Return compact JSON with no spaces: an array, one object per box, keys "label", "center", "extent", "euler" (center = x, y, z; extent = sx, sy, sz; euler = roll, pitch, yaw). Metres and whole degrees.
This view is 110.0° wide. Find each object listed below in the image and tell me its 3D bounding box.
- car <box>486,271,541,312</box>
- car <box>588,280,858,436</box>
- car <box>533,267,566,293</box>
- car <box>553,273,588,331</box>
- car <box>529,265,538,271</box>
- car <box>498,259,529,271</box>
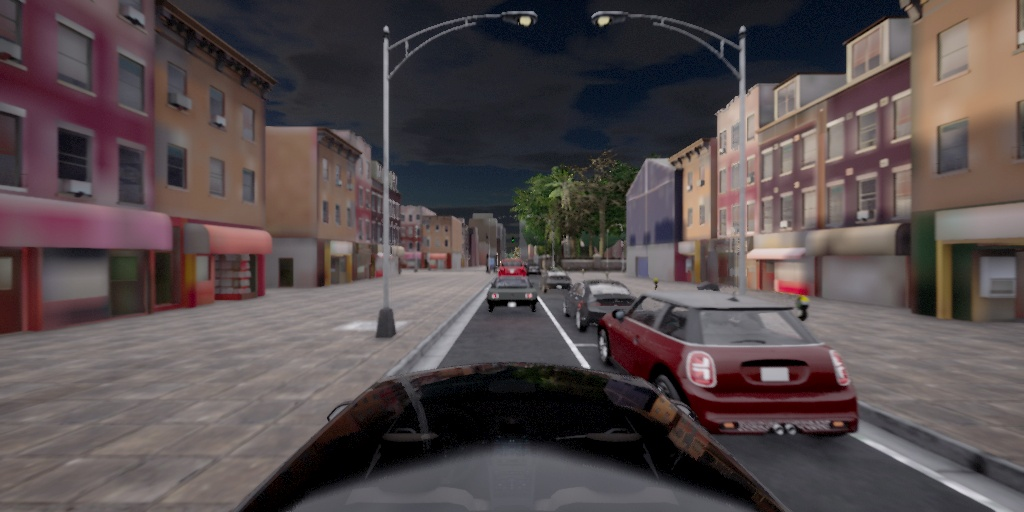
[{"label":"car","center":[0.020,1.488,15.094],"extent":[1.895,1.301,4.718],"euler":[0,-1,0]},{"label":"car","center":[2.638,1.227,5.519],"extent":[1.967,1.591,4.097],"euler":[0,0,0]},{"label":"car","center":[2.638,1.518,22.383],"extent":[2.007,1.370,4.403],"euler":[0,0,0]},{"label":"car","center":[2.638,1.396,11.140],"extent":[2.007,1.370,4.403],"euler":[0,0,0]},{"label":"car","center":[2.638,1.810,44.868],"extent":[1.948,1.339,4.313],"euler":[0,0,0]},{"label":"car","center":[0.014,1.274,29.449],"extent":[2.150,2.045,5.566],"euler":[0,0,0]}]
